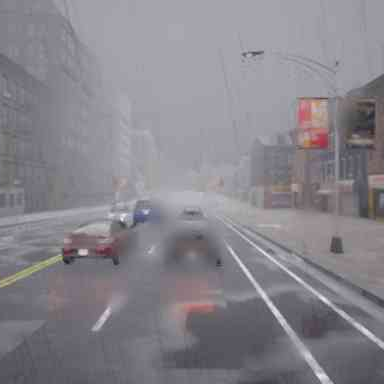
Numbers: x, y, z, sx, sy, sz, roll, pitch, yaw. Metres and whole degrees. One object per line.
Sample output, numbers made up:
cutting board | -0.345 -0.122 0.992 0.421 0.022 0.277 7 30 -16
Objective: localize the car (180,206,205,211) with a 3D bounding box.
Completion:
car | 0.043 1.893 27.287 1.837 1.490 4.892 0 0 1

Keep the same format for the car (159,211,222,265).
car | 0.045 1.665 12.267 1.837 1.490 4.892 0 0 0

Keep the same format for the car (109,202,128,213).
car | -9.852 2.149 45.684 1.812 1.442 4.674 0 0 0

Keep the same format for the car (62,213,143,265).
car | -3.201 1.685 12.231 1.812 1.442 4.674 0 -1 1

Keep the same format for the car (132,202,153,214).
car | -6.616 2.162 44.982 2.033 1.411 5.357 0 -1 0

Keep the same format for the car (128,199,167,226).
car | -3.216 1.592 26.141 2.150 2.045 5.566 0 -1 1
